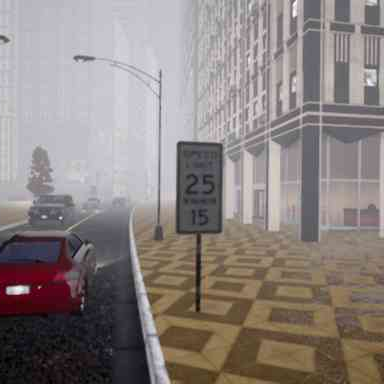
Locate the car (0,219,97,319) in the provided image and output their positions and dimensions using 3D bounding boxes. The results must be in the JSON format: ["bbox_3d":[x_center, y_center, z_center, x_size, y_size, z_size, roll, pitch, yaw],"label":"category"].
[{"bbox_3d":[-3.219,1.543,7.316,1.994,1.385,4.181,1,0,-12],"label":"car"}]

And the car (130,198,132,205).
[{"bbox_3d":[-10.898,1.359,54.425,2.128,1.511,4.902,1,0,-6],"label":"car"}]

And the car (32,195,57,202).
[{"bbox_3d":[-30.967,1.421,69.978,4.403,1.369,2.008,0,1,3],"label":"car"}]

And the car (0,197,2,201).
[{"bbox_3d":[-47.429,1.567,79.144,4.313,1.339,1.947,0,1,3],"label":"car"}]

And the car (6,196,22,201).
[{"bbox_3d":[-41.810,1.534,78.879,4.313,1.339,1.947,0,1,3],"label":"car"}]

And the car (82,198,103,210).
[{"bbox_3d":[-12.343,1.424,41.437,1.812,1.442,4.674,1,0,-8],"label":"car"}]

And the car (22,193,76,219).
[{"bbox_3d":[-9.403,1.127,22.792,2.150,2.045,5.566,1,0,-10],"label":"car"}]

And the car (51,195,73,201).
[{"bbox_3d":[-30.572,1.455,78.349,4.403,1.369,2.008,0,1,3],"label":"car"}]

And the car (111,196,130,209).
[{"bbox_3d":[-9.513,1.400,43.736,1.837,1.490,4.892,1,0,-8],"label":"car"}]
